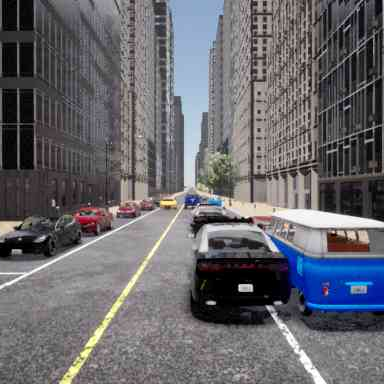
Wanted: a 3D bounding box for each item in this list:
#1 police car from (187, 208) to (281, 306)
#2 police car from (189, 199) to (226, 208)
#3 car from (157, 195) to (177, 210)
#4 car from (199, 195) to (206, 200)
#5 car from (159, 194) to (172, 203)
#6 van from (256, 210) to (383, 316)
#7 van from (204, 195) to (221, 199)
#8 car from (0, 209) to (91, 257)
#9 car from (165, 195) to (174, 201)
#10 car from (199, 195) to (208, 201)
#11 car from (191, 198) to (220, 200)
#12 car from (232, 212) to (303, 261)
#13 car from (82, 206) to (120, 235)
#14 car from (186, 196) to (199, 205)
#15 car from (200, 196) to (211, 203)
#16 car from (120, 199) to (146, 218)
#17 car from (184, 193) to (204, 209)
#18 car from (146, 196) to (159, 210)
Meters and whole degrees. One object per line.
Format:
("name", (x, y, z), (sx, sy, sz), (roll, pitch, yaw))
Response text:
("police car", (0.917, 1.424, 8.233), (1.930, 1.638, 5.238), (0, 0, 0))
("police car", (0.936, 1.423, 18.233), (1.930, 1.638, 5.238), (0, 0, 0))
("car", (-2.918, 1.465, 41.878), (1.882, 1.535, 5.008), (0, 0, 0))
("car", (2.870, 1.476, 92.690), (2.008, 1.369, 4.403), (0, 0, 0))
("car", (-5.556, 1.274, 69.918), (2.192, 1.841, 5.009), (0, 0, 0))
("van", (2.701, 1.340, 7.235), (1.690, 1.788, 3.998), (0, 0, 0))
("van", (2.768, 1.329, 41.416), (1.690, 1.788, 3.998), (0, 0, 0))
("car", (-5.668, 1.564, 12.948), (1.947, 1.339, 4.313), (0, 0, 0))
("car", (-5.533, 1.526, 81.313), (1.802, 1.307, 4.206), (0, 0, 0))
("car", (2.847, 1.495, 81.296), (2.008, 1.369, 4.403), (0, 0, 0))
("car", (0.948, 1.452, 24.313), (1.801, 1.575, 5.366), (0, 0, 0))
("car", (2.713, 1.580, 12.931), (1.802, 1.307, 4.206), (0, 0, 0))
("car", (-5.656, 1.542, 18.645), (1.887, 1.381, 4.507), (0, 0, 0))
("car", (0.117, 1.463, 59.168), (2.128, 1.511, 4.902), (0, 0, 0))
("car", (2.825, 1.510, 69.901), (2.008, 1.369, 4.403), (0, 0, 0))
("car", (-5.634, 1.576, 30.040), (1.802, 1.307, 4.206), (0, 0, 0))
("car", (0.093, 1.206, 44.894), (2.150, 2.045, 5.566), (0, 0, 0))
("car", (-5.612, 1.569, 41.434), (1.802, 1.307, 4.206), (0, 0, 0))
